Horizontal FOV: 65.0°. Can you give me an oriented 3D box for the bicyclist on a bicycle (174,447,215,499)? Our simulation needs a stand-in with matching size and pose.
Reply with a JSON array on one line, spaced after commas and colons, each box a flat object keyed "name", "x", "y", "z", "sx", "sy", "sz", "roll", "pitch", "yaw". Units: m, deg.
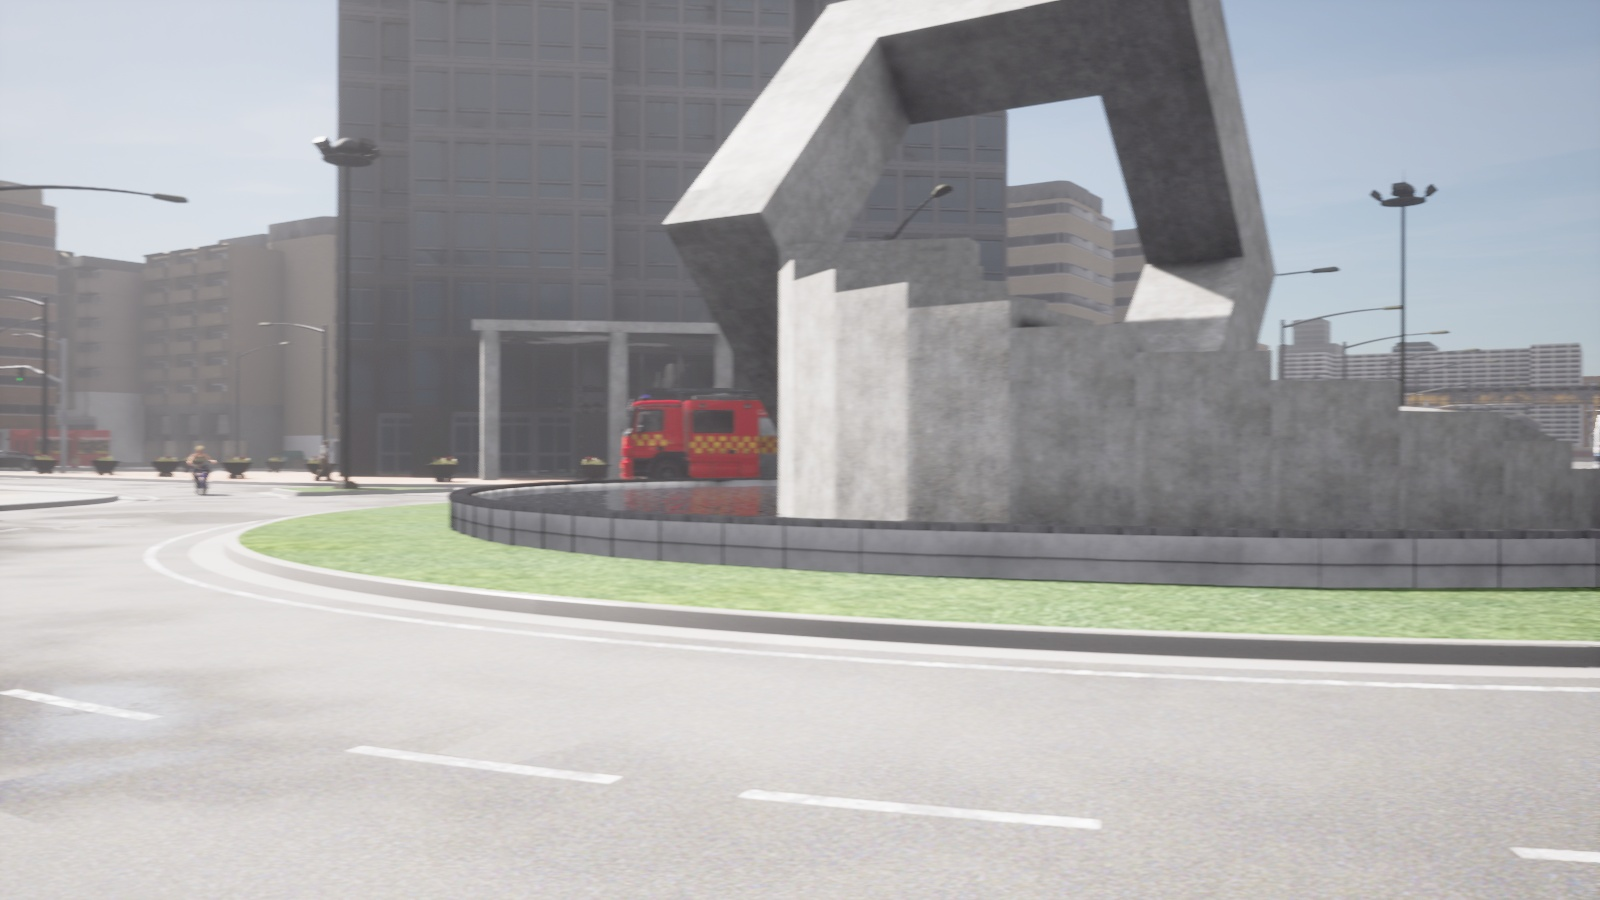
[{"name": "bicyclist on a bicycle", "x": -19.371, "y": 0.732, "z": 40.149, "sx": 0.866, "sy": 1.612, "sz": 1.509, "roll": -1, "pitch": 1, "yaw": -37}]

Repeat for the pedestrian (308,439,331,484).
[{"name": "pedestrian", "x": -19.938, "y": 0.462, "z": 52.116, "sx": 0.694, "sy": 1.848, "sz": 0.540, "roll": 0, "pitch": 0, "yaw": 19}]

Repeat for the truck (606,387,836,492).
[{"name": "truck", "x": -3.067, "y": -0.380, "z": 47.646, "sx": 8.468, "sy": 3.827, "sz": 2.891, "roll": 0, "pitch": 0, "yaw": -9}]

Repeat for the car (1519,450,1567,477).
[{"name": "car", "x": 43.607, "y": 0.758, "z": 73.655, "sx": 2.163, "sy": 1.488, "sz": 4.792, "roll": 0, "pitch": 0, "yaw": 34}]
